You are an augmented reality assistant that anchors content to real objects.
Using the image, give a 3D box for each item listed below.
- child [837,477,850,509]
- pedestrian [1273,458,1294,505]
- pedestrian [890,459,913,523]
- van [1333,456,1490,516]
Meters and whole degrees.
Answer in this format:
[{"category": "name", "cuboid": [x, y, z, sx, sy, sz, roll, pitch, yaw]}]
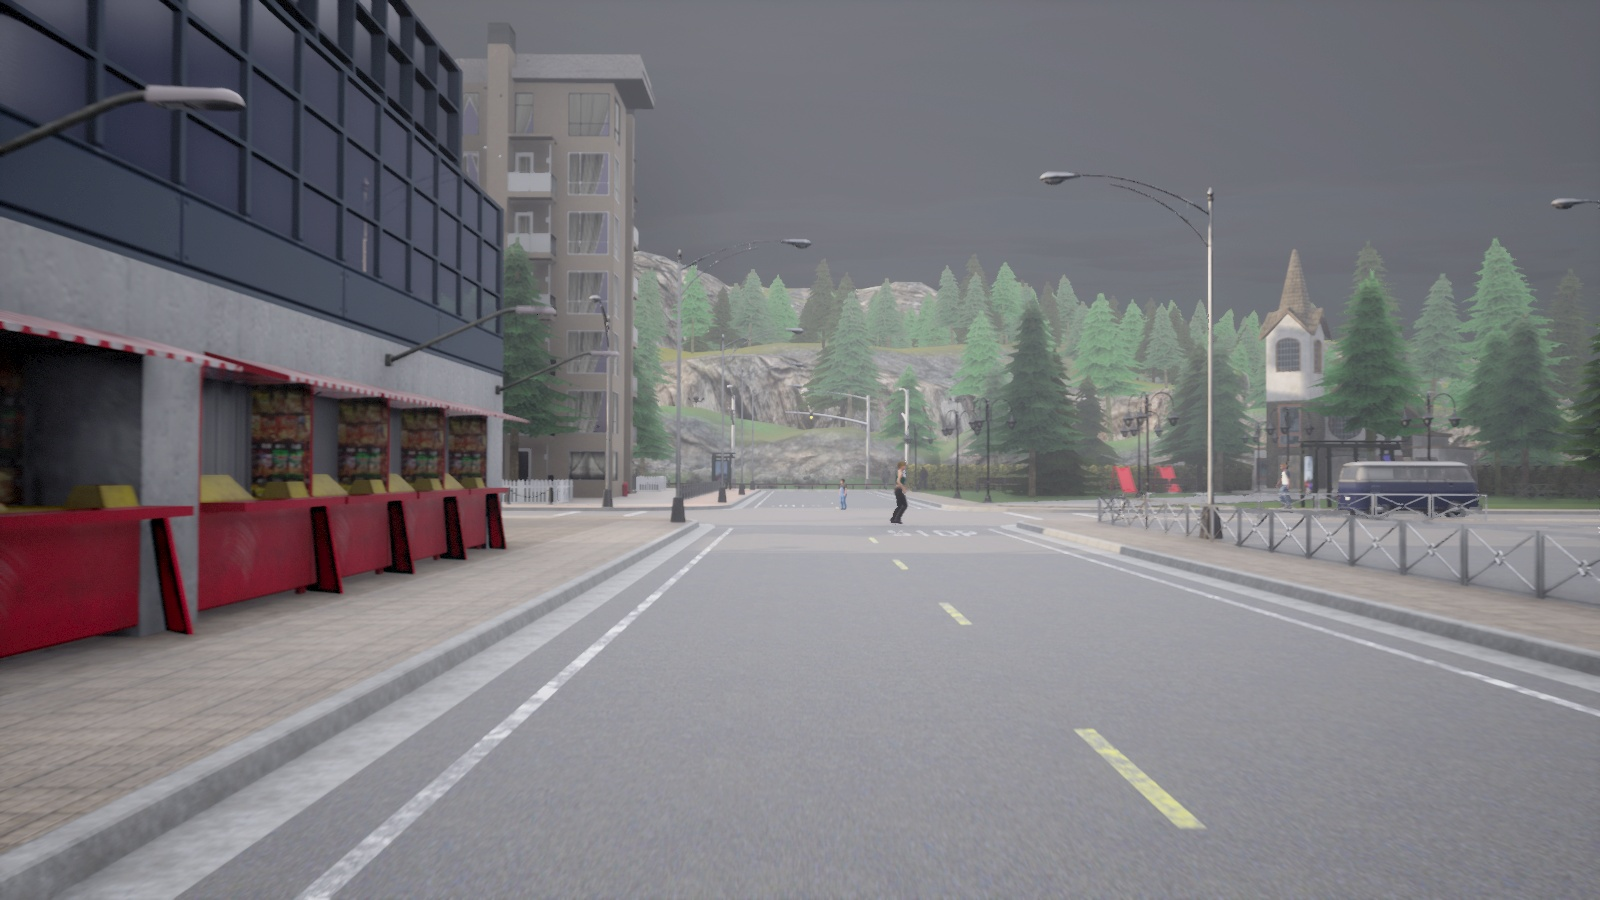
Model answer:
[{"category": "child", "cuboid": [1.741, 1.716, 50.495, 0.437, 1.263, 0.270, 0, -1, -37]}, {"category": "pedestrian", "cuboid": [19.155, 1.241, 49.723, 0.706, 1.836, 0.354, 0, -1, 7]}, {"category": "pedestrian", "cuboid": [2.929, 1.179, 36.179, 0.594, 1.836, 0.345, 0, -1, -10]}, {"category": "van", "cuboid": [20.642, 1.212, 42.525, 4.442, 1.987, 1.775, 0, -1, -1]}]
